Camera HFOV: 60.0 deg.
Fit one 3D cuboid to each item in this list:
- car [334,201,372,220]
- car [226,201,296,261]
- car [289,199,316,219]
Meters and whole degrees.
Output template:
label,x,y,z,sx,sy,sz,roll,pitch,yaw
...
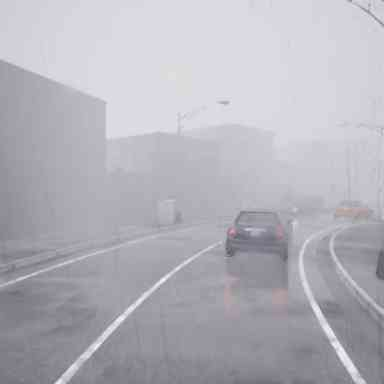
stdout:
label,x,y,z,sx,sy,sz,roll,pitch,yaw
car,15.005,1.576,30.823,2.097,1.767,4.553,2,1,44
car,2.764,1.388,12.921,2.097,1.767,4.553,1,0,19
car,9.582,1.459,30.555,2.097,1.767,4.553,2,0,43
